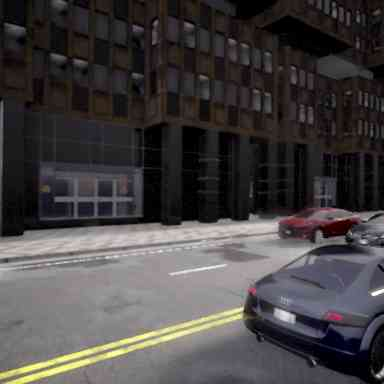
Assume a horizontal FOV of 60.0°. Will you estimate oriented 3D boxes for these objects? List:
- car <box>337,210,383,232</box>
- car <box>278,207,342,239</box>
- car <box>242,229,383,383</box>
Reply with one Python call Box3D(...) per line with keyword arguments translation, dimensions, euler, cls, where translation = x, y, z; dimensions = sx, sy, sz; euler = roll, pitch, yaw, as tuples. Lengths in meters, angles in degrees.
Box3D(translation=(8.140, 1.556, 13.476), dimensions=(4.674, 1.442, 1.812), euler=(0, 0, -35), cls="car")
Box3D(translation=(6.275, 1.508, 16.137), dimensions=(5.008, 1.535, 1.882), euler=(0, 0, -35), cls="car")
Box3D(translation=(2.830, 1.574, 5.462), dimensions=(4.181, 1.385, 1.994), euler=(0, 0, -35), cls="car")
